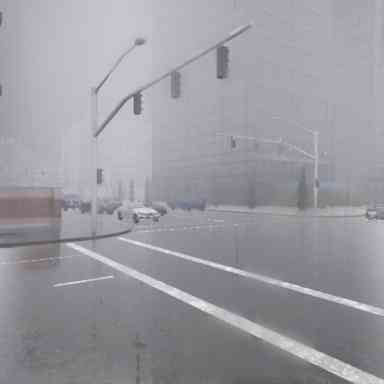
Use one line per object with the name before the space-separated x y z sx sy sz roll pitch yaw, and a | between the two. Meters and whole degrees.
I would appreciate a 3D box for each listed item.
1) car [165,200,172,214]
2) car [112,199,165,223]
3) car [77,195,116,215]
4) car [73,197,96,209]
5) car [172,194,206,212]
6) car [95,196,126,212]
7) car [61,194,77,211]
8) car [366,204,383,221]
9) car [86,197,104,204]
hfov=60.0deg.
car | -4.404 1.547 32.061 2.033 1.411 5.357 0 0 -36
car | -4.292 1.526 25.899 1.812 1.442 4.674 0 0 -36
car | -9.521 1.352 33.195 2.097 1.767 4.553 0 0 -36
car | -15.419 1.526 47.450 1.812 1.442 4.674 0 0 -35
car | -0.626 1.221 39.089 2.150 2.045 5.566 0 0 -35
car | -9.786 1.352 39.571 2.097 1.767 4.553 0 0 -36
car | -15.121 1.221 41.007 2.150 2.045 5.566 0 0 -36
car | 15.498 1.492 25.341 4.902 1.511 2.128 0 0 -22
car | -18.878 1.601 64.602 1.895 1.301 4.718 0 0 -36
